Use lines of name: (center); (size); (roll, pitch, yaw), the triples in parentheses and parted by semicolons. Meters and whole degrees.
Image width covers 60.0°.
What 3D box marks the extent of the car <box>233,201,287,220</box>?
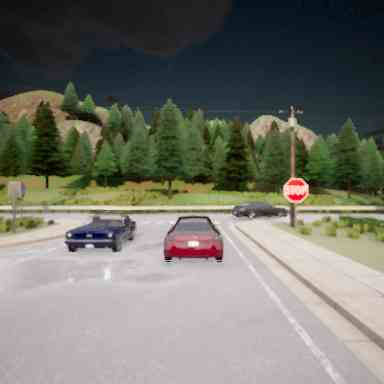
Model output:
car: (5.620, 1.489, 27.465); (4.674, 1.442, 1.812); (0, -1, -22)

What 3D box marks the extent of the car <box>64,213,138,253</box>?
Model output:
car: (-3.559, 1.583, 13.778); (1.895, 1.301, 4.718); (0, 0, 0)

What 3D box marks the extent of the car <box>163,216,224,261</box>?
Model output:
car: (0.064, 1.548, 12.161); (1.994, 1.385, 4.181); (0, 0, 0)
